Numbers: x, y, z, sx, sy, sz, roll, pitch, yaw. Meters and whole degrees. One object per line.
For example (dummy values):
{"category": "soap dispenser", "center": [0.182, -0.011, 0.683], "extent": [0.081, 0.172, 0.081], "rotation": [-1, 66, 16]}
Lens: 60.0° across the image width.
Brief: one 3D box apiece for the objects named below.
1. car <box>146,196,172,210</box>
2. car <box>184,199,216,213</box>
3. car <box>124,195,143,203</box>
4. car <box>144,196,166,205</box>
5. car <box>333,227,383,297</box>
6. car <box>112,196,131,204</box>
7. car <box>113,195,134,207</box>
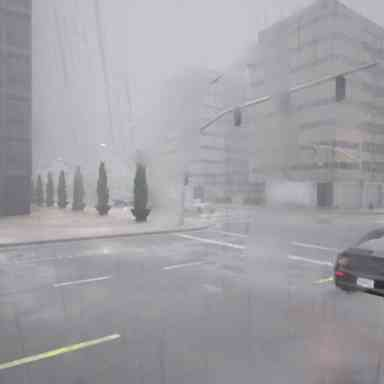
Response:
{"category": "car", "center": [-4.597, 1.561, 43.584], "extent": [1.895, 1.301, 4.718], "rotation": [0, 0, -35]}
{"category": "car", "center": [0.603, 1.486, 36.140], "extent": [1.812, 1.442, 4.674], "rotation": [0, 0, -35]}
{"category": "car", "center": [-11.819, 1.452, 66.428], "extent": [1.837, 1.490, 4.892], "rotation": [0, 0, -35]}
{"category": "car", "center": [-6.548, 1.473, 58.942], "extent": [1.812, 1.442, 4.674], "rotation": [0, 0, -35]}
{"category": "car", "center": [5.006, 1.510, 7.580], "extent": [4.674, 1.442, 1.812], "rotation": [0, 0, -38]}
{"category": "car", "center": [-13.270, 1.517, 62.455], "extent": [1.994, 1.385, 4.181], "rotation": [0, 0, -35]}
{"category": "car", "center": [-10.363, 1.312, 51.859], "extent": [2.097, 1.767, 4.553], "rotation": [0, 0, -36]}
